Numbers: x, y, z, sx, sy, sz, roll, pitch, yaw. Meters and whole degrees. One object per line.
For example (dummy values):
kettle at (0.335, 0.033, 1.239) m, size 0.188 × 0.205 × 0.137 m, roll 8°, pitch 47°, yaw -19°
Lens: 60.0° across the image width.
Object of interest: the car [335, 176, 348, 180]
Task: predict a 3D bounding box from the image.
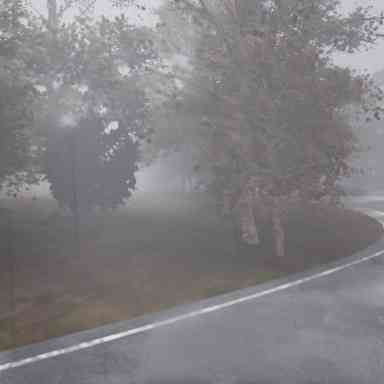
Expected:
car at (30.907, -2.475, 67.999) m, size 5.008 × 1.535 × 1.882 m, roll -3°, pitch 3°, yaw -6°

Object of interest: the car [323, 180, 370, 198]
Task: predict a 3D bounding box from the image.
car at (17.232, -0.188, 37.803) m, size 1.882 × 1.535 × 5.008 m, roll -6°, pitch 3°, yaw -27°

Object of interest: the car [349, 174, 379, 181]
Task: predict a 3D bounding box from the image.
car at (33.839, -2.725, 64.815) m, size 4.553 × 1.767 × 2.097 m, roll -3°, pitch 3°, yaw 4°

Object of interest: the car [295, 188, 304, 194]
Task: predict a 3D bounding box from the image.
car at (12.070, -0.033, 42.657) m, size 1.812 × 1.442 × 4.674 m, roll -4°, pitch 3°, yaw -8°
